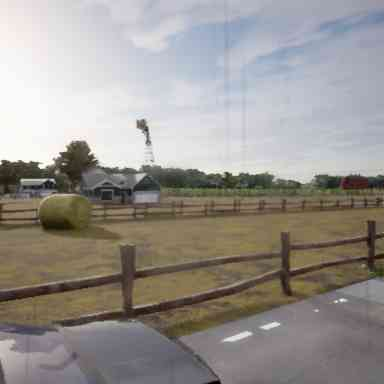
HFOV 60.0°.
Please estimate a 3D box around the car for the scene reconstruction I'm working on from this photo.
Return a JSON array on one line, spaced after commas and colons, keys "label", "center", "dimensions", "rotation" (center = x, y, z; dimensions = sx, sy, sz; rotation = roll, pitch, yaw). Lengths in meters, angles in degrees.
[{"label": "car", "center": [-2.218, 1.548, 1.473], "dimensions": [5.357, 1.411, 2.033], "rotation": [0, 0, -35]}]
